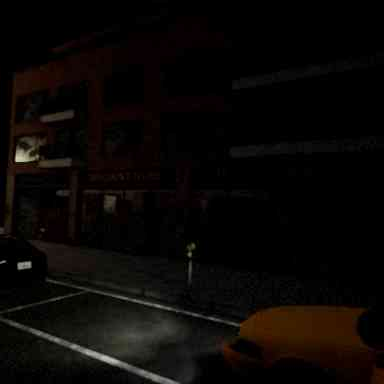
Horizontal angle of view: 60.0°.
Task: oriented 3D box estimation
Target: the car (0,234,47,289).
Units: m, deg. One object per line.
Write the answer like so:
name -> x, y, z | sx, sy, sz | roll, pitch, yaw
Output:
car -> -5.808, 1.800, 9.131 | 4.313, 1.339, 1.947 | 0, -3, 32

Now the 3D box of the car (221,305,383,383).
car -> 2.931, 1.716, 3.288 | 5.366, 1.575, 1.801 | 0, -3, 32
